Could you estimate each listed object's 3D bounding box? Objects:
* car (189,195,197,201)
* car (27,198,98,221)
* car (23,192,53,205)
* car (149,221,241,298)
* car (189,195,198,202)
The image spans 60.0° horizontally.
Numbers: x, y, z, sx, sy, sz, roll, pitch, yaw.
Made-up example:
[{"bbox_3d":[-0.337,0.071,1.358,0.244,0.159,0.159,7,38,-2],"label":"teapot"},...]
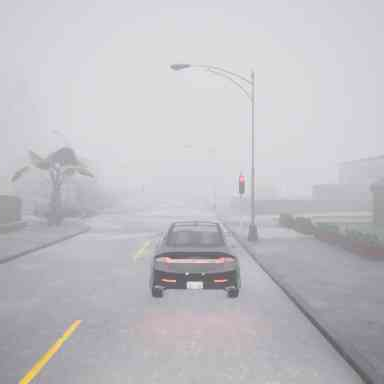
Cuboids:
[{"bbox_3d":[0.355,1.541,84.675,1.994,1.385,4.181,0,0,0],"label":"car"},{"bbox_3d":[-10.198,1.492,26.965,4.902,1.511,2.128,0,0,-5],"label":"car"},{"bbox_3d":[-19.580,0.986,42.969,1.905,1.878,3.866,0,0,35],"label":"car"},{"bbox_3d":[0.086,1.492,8.505,2.128,1.511,4.902,0,0,1],"label":"car"},{"bbox_3d":[0.312,1.465,74.440,1.882,1.535,5.008,0,0,0],"label":"car"}]
